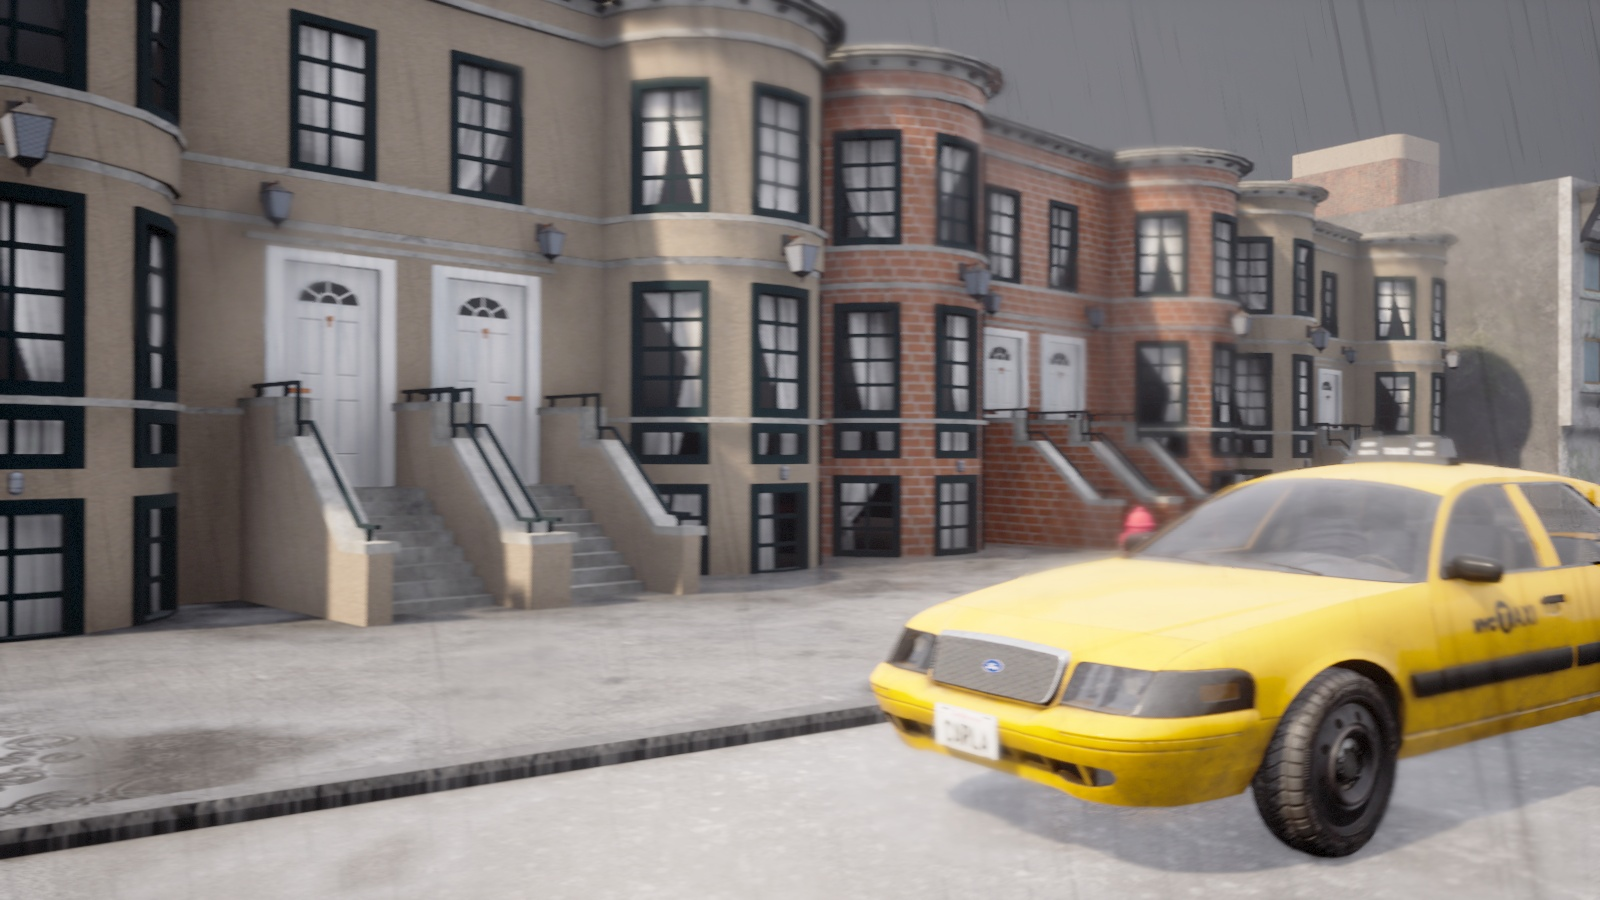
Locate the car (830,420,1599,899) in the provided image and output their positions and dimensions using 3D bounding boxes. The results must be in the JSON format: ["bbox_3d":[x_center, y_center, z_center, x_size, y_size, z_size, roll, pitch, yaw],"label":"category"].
[{"bbox_3d":[2.848,0.693,6.250,5.366,1.575,1.801,0,0,-35],"label":"car"}]
